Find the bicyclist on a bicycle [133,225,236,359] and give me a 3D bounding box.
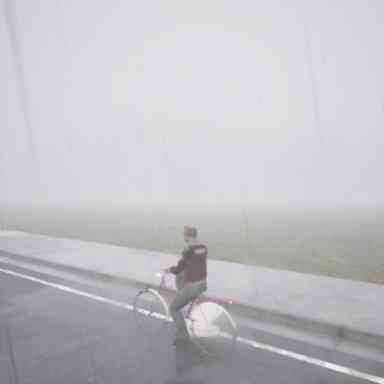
[{"bbox_3d":[-0.197,1.356,4.799,1.843,1.776,0.659,1,0,35],"label":"bicyclist on a bicycle"}]
